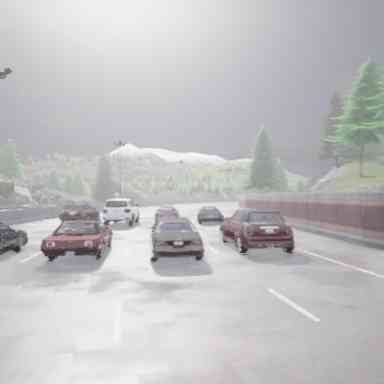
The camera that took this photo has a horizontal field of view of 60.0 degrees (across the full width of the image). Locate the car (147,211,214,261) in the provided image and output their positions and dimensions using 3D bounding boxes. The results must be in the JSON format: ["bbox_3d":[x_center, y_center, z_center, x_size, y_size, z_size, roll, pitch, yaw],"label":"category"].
[{"bbox_3d":[-0.760,1.698,12.997,2.033,1.411,5.357,0,-1,-8],"label":"car"}]

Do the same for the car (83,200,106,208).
[{"bbox_3d":[-19.483,2.408,66.766,2.033,1.411,5.357,-1,-1,13],"label":"car"}]

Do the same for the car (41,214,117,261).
[{"bbox_3d":[-4.299,1.776,13.168,1.895,1.301,4.718,0,-1,-7],"label":"car"}]

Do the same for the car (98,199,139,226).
[{"bbox_3d":[-5.574,1.557,26.550,2.150,2.045,5.566,0,0,-2],"label":"car"}]

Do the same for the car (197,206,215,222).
[{"bbox_3d":[1.412,1.866,27.840,1.994,1.385,4.181,0,-1,-1],"label":"car"}]

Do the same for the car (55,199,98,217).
[{"bbox_3d":[-9.073,1.712,27.202,2.097,1.767,4.553,0,-1,-1],"label":"car"}]

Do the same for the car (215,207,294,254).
[{"bbox_3d":[2.604,1.496,14.424,2.097,1.767,4.553,0,-1,-7],"label":"car"}]

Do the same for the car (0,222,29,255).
[{"bbox_3d":[-7.675,1.730,11.927,2.033,1.411,5.357,0,-1,-8],"label":"car"}]

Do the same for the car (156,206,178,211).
[{"bbox_3d":[-2.080,1.886,27.650,1.994,1.385,4.181,0,-1,-2],"label":"car"}]

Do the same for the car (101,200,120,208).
[{"bbox_3d":[-16.081,2.394,65.931,1.994,1.385,4.181,-1,-1,13],"label":"car"}]
